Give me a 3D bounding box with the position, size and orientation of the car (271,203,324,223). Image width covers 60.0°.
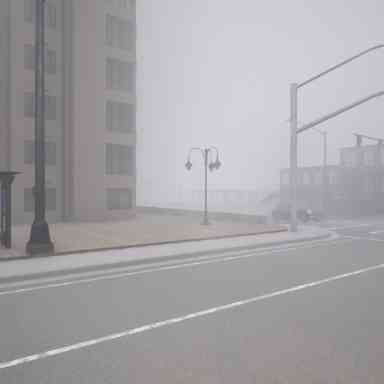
[{"bbox_3d":[9.141,1.744,29.119,2.097,1.767,4.553,1,-5,-36],"label":"car"}]
